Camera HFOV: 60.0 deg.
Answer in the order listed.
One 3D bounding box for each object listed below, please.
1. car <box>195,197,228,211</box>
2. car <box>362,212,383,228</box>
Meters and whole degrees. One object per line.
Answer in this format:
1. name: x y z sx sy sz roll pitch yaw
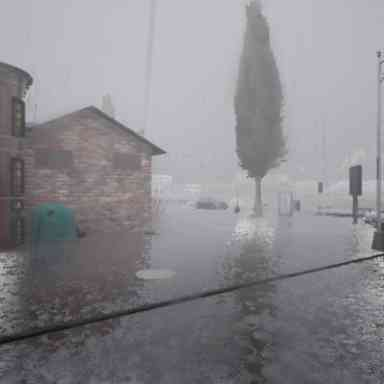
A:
1. car: 2.377 1.364 40.954 2.097 1.767 4.553 0 0 -35
2. car: 12.674 1.584 19.457 4.718 1.301 1.895 2 -1 36
